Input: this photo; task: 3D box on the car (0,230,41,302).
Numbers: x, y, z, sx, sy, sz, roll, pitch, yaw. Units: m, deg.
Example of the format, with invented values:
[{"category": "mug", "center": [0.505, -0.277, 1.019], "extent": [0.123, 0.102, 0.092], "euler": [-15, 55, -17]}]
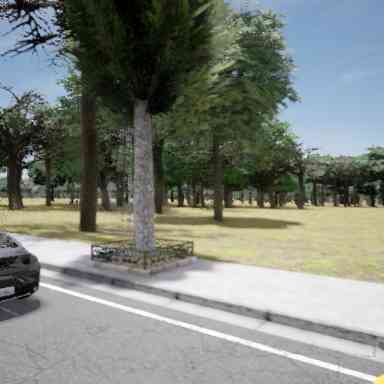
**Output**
[{"category": "car", "center": [-5.272, 1.535, 7.328], "extent": [4.892, 1.490, 1.837], "euler": [0, 0, 36]}]

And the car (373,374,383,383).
[{"category": "car", "center": [3.524, 1.446, 1.046], "extent": [5.366, 1.575, 1.801], "euler": [0, 0, 36]}]
